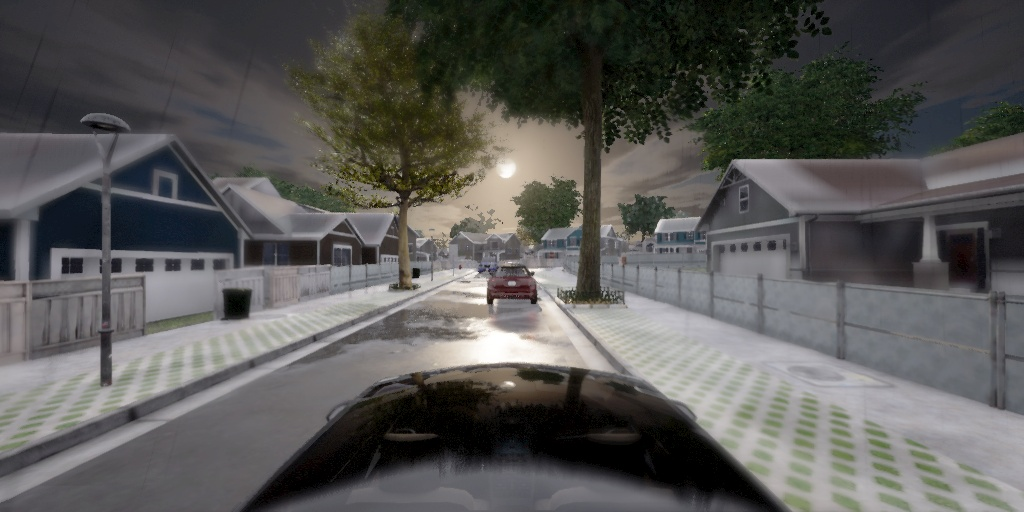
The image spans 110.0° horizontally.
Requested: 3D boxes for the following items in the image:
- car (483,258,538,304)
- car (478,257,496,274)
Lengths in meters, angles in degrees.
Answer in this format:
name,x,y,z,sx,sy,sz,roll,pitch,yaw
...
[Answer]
name,x,y,z,sx,sy,sz,roll,pitch,yaw
car,0.000,1.124,16.474,2.097,1.767,4.553,0,0,0
car,-2.750,1.118,42.480,2.150,2.045,5.566,0,0,0
